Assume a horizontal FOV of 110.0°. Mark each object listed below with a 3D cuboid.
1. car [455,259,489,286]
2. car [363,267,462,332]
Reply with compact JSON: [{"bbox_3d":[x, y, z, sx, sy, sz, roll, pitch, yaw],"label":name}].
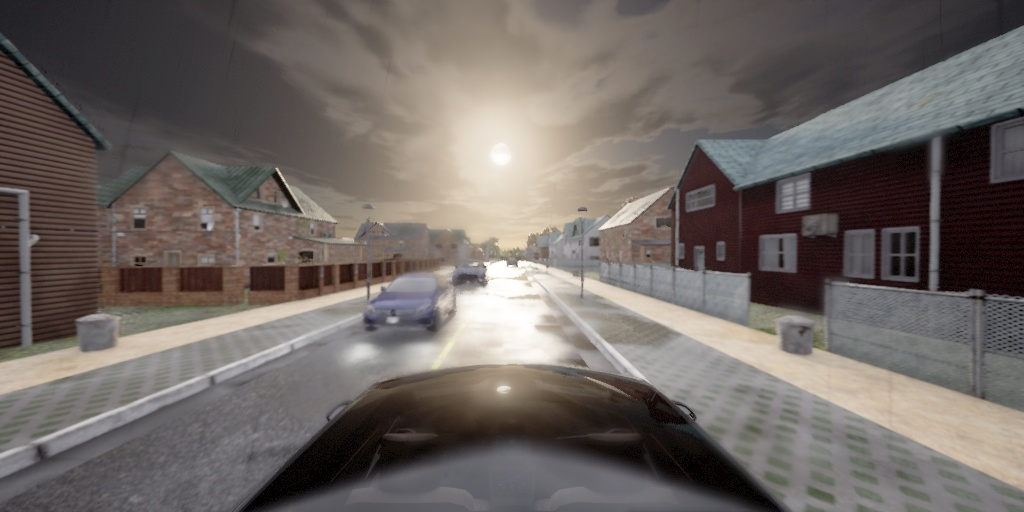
[{"bbox_3d":[-2.740,1.050,24.636,2.097,1.767,4.553,0,0,0],"label":"car"},{"bbox_3d":[-2.828,1.251,10.873,1.812,1.442,4.674,0,0,0],"label":"car"}]
